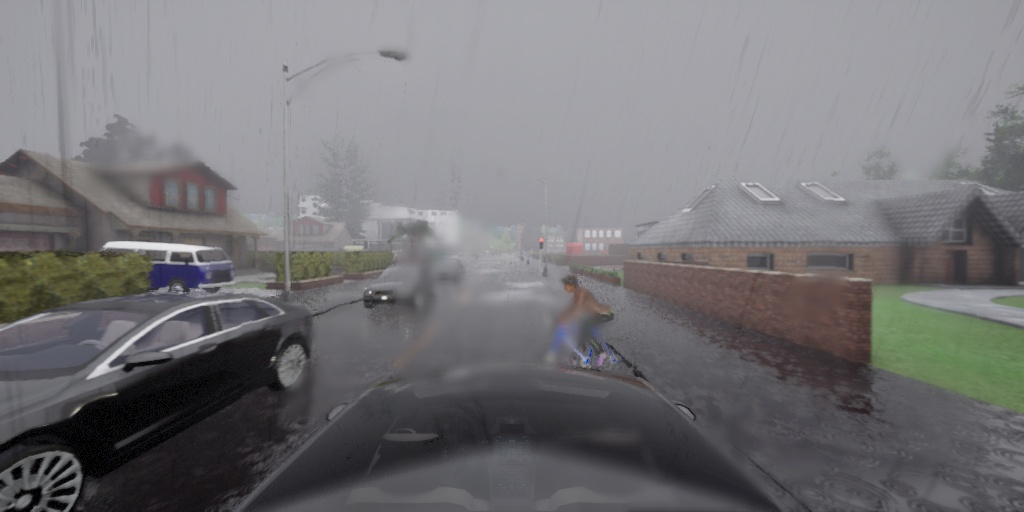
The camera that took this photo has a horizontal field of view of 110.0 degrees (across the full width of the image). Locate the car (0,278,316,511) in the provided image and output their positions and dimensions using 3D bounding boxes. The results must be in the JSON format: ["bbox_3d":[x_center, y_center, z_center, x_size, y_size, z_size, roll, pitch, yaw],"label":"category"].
[{"bbox_3d":[-4.101,1.209,3.848,2.128,1.511,4.902,0,1,0],"label":"car"}]

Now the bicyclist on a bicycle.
[{"bbox_3d":[1.044,1.119,5.402,1.656,1.620,0.582,-1,1,0],"label":"bicyclist on a bicycle"}]

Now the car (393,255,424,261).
[{"bbox_3d":[-12.541,0.646,42.741,5.008,1.535,1.882,0,0,1],"label":"car"}]

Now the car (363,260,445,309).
[{"bbox_3d":[-4.125,1.081,14.009,1.837,1.490,4.892,0,0,0],"label":"car"}]

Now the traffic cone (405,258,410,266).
[{"bbox_3d":[-15.963,0.821,53.872,0.344,0.586,0.344,0,0,0],"label":"traffic cone"}]

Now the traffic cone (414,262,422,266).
[{"bbox_3d":[-14.609,0.821,55.487,0.344,0.586,0.344,0,0,0],"label":"traffic cone"}]

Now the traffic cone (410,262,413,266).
[{"bbox_3d":[-15.604,0.810,54.443,0.344,0.586,0.344,0,0,0],"label":"traffic cone"}]

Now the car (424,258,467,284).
[{"bbox_3d":[-4.085,0.968,23.381,1.837,1.490,4.892,0,1,0],"label":"car"}]
